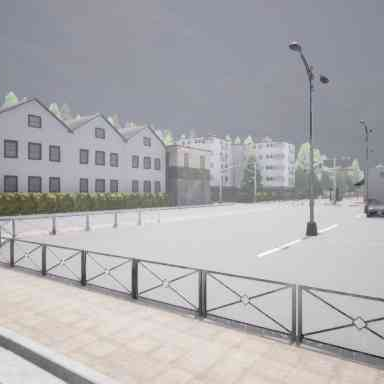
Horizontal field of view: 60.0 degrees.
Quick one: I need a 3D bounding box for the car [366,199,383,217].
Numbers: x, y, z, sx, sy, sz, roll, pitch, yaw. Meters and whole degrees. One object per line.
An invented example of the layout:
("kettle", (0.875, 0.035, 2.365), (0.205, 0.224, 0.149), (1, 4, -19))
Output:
("car", (15.380, 1.298, 26.835), (2.007, 1.523, 4.514), (0, 0, 35))
